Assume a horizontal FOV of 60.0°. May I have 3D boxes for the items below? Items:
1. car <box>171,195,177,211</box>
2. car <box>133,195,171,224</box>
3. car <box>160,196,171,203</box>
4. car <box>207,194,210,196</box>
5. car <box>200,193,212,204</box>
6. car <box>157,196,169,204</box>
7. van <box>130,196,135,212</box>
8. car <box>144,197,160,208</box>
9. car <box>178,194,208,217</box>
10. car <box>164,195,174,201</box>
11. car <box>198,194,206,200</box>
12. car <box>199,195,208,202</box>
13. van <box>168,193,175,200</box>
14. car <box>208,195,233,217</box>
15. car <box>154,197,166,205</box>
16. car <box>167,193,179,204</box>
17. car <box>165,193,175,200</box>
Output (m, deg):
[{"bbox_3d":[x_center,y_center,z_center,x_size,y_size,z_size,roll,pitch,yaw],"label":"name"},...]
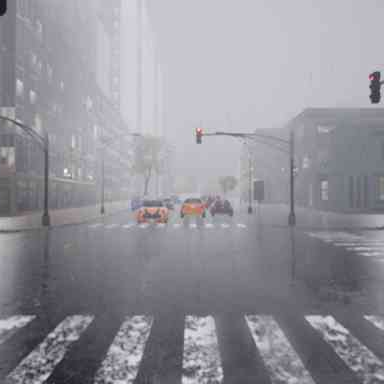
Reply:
[{"bbox_3d":[-3.111,1.464,39.424,1.837,1.490,4.892,0,0,0],"label":"car"},{"bbox_3d":[-2.827,1.326,24.360,2.097,1.767,4.553,0,0,-4],"label":"car"},{"bbox_3d":[-5.706,1.487,70.892,1.947,1.339,4.313,1,0,0],"label":"car"},{"bbox_3d":[2.691,1.269,42.563,2.192,1.841,5.009,1,0,0],"label":"car"},{"bbox_3d":[2.681,1.243,65.260,2.192,1.841,5.009,1,0,0],"label":"car"},{"bbox_3d":[-5.703,1.494,65.218,1.947,1.339,4.313,1,0,0],"label":"car"},{"bbox_3d":[-5.688,1.301,36.847,1.690,1.788,3.998,1,0,0],"label":"van"},{"bbox_3d":[-5.695,1.473,48.026,1.752,1.417,4.829,1,0,0],"label":"car"},{"bbox_3d":[0.089,1.319,30.476,2.097,1.767,4.553,0,0,0],"label":"car"},{"bbox_3d":[-5.710,1.459,82.239,2.008,1.369,4.403,1,0,0],"label":"car"},{"bbox_3d":[2.669,1.341,87.955,1.967,1.590,4.097,1,0,0],"label":"car"},{"bbox_3d":[2.672,1.480,76.608,1.947,1.339,4.313,1,0,0],"label":"car"},{"bbox_3d":[-5.710,1.236,93.587,1.690,1.788,3.998,1,0,0],"label":"van"},{"bbox_3d":[2.693,1.407,31.216,1.967,1.590,4.097,1,0,0],"label":"car"},{"bbox_3d":[-5.701,1.516,59.544,1.802,1.307,4.206,1,0,0],"label":"car"},{"bbox_3d":[-3.078,1.287,58.405,2.097,1.767,4.553,0,0,0],"label":"car"},{"bbox_3d":[-5.708,1.216,87.913,2.192,1.841,5.009,1,0,0],"label":"car"}]
